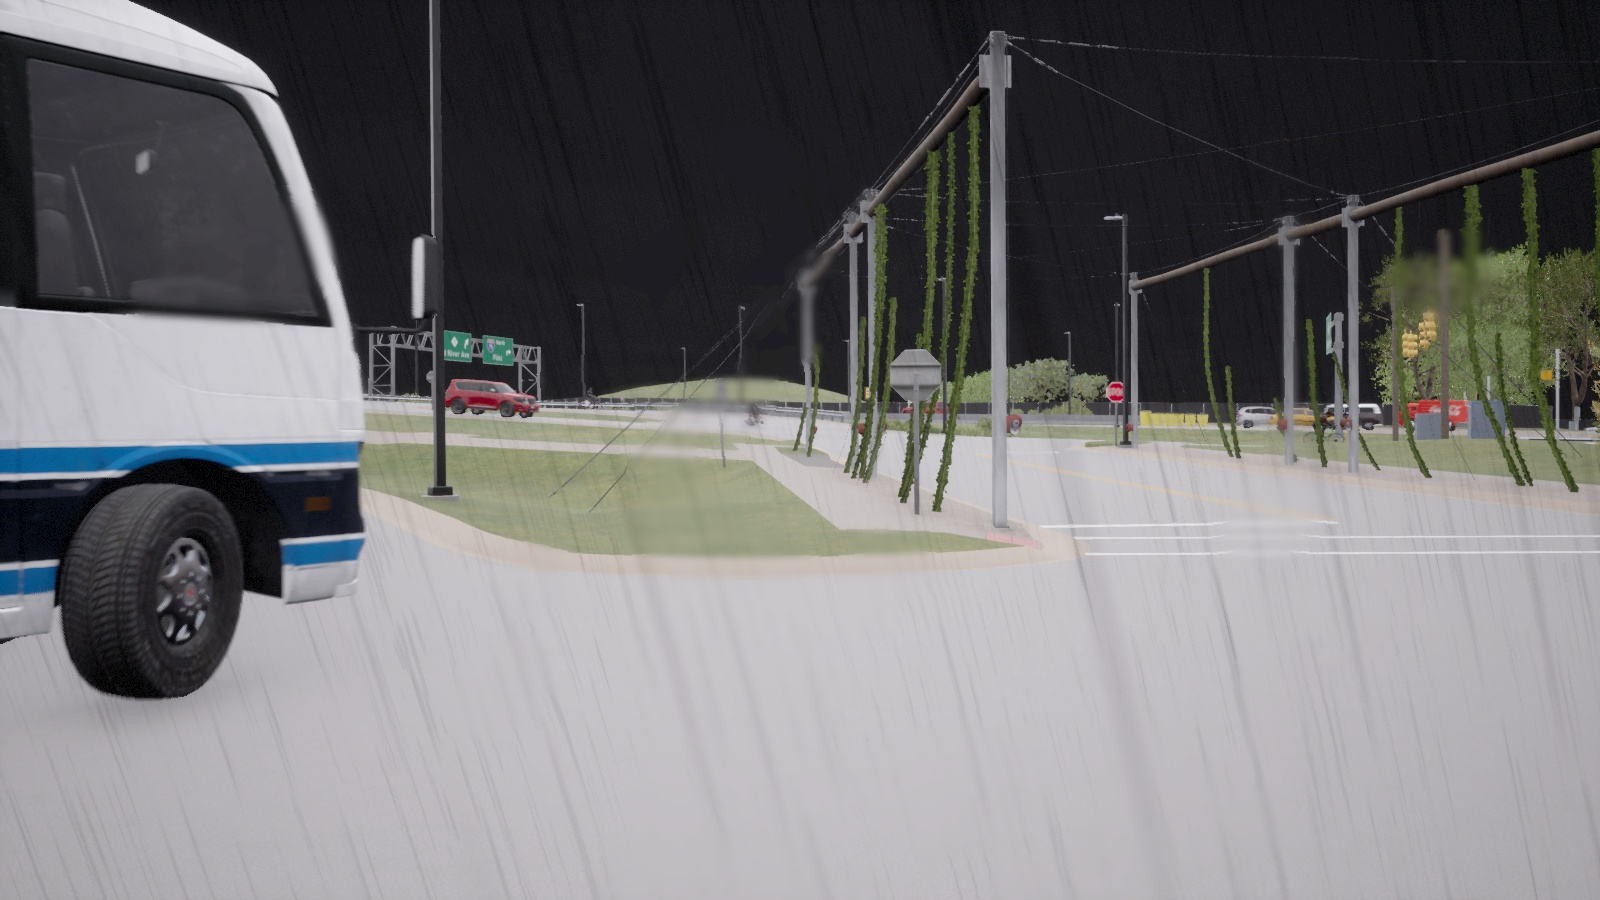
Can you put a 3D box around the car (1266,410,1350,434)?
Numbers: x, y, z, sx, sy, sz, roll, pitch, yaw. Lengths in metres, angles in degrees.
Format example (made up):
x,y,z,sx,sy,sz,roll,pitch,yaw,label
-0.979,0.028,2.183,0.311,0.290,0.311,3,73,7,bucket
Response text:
x,y,z,sx,sy,sz,roll,pitch,yaw,label
35.640,-1.961,88.233,5.366,1.575,1.801,2,1,20,car

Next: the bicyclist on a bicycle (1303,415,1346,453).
x,y,z,sx,sy,sz,roll,pitch,yaw,label
23.249,-0.719,55.676,1.656,1.620,0.582,3,2,19,bicyclist on a bicycle

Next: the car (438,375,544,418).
x,y,z,sx,sy,sz,roll,pitch,yaw,label
-17.737,-3.075,72.106,5.566,2.045,2.150,5,2,21,car

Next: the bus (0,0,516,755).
x,y,z,sx,sy,sz,roll,pitch,yaw,label
-6.638,-0.658,5.793,3.944,4.253,10.273,3,3,36,bus

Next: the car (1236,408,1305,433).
x,y,z,sx,sy,sz,roll,pitch,yaw,label
34.559,-2.166,92.340,4.611,1.667,2.242,2,1,20,car
